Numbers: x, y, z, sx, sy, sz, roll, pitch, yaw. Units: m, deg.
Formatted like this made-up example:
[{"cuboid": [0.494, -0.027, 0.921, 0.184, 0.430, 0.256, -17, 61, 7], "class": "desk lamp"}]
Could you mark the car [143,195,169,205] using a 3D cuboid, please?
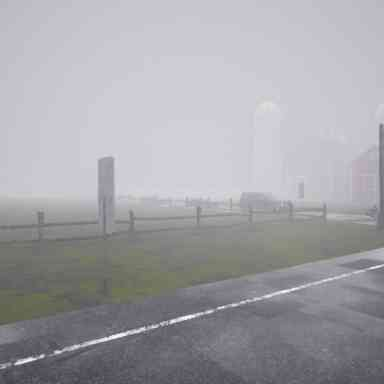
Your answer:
[{"cuboid": [-5.570, 1.144, 50.062, 2.033, 1.411, 5.357, -1, 1, -36], "class": "car"}]

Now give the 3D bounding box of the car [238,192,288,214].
[{"cuboid": [6.993, 1.022, 32.590, 2.150, 2.045, 5.566, -1, 1, -36], "class": "car"}]

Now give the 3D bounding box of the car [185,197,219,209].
[{"cuboid": [1.179, 1.308, 40.679, 1.895, 1.301, 4.718, -1, 1, -36], "class": "car"}]

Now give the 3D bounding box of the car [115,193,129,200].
[{"cuboid": [-14.631, 0.927, 67.683, 2.033, 1.411, 5.357, -1, 1, -36], "class": "car"}]

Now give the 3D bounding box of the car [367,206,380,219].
[{"cuboid": [16.163, 1.434, 26.292, 4.181, 1.385, 1.994, 0, 1, 35], "class": "car"}]
